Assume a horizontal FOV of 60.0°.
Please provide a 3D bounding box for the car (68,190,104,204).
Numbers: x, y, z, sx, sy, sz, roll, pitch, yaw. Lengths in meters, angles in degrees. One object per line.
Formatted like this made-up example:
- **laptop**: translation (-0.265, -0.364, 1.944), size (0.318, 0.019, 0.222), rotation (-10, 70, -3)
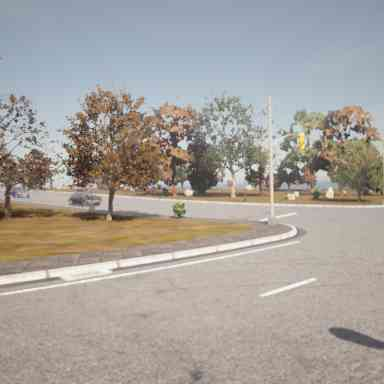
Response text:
- **car**: translation (-14.145, 0.606, 44.240), size (5.357, 1.411, 2.033), rotation (3, 4, 39)

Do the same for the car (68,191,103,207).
- **car**: translation (-12.504, 0.871, 38.428), size (4.674, 1.442, 1.812), rotation (2, 3, 39)

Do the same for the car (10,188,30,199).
- **car**: translation (-25.750, 0.104, 49.171), size (4.674, 1.442, 1.812), rotation (3, 4, 38)
